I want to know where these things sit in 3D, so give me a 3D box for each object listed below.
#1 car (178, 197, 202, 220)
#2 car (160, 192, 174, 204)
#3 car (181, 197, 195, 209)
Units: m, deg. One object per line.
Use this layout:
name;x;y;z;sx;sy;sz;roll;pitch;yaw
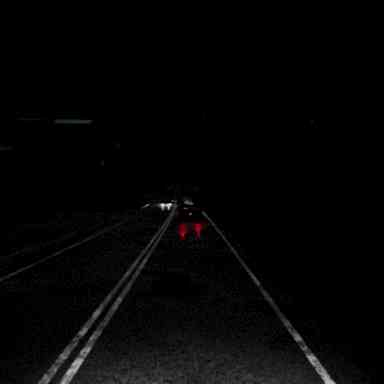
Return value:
car;-0.158;1.453;27.660;2.128;1.511;4.902;0;0;-1
car;-4.581;1.262;59.197;2.128;1.511;4.902;0;1;-2
car;-0.643;1.423;45.555;1.812;1.442;4.674;0;0;-2
